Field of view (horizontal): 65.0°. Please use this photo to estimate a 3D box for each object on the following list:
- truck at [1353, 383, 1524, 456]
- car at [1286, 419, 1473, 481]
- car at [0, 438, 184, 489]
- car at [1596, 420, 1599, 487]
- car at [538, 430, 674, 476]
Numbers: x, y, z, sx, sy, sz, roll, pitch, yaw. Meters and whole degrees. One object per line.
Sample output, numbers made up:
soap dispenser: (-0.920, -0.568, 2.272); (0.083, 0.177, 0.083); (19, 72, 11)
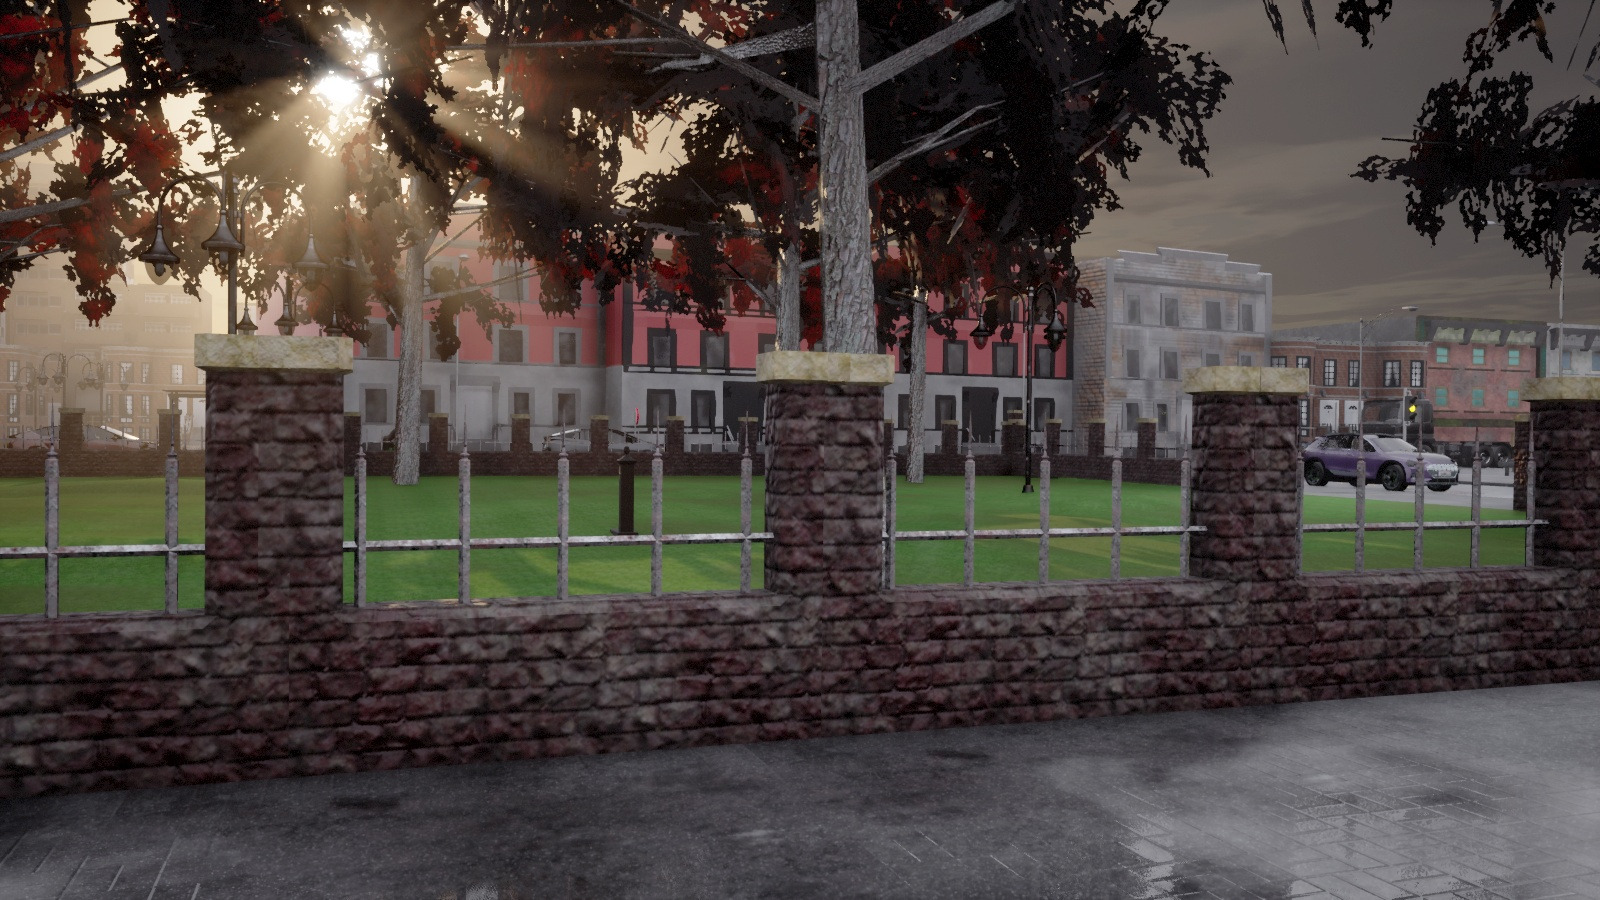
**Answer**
truck: (31.763, -1.543, 62.450); (7.936, 3.462, 2.891); (-1, 1, -19)
car: (16.602, -0.041, 36.265); (2.033, 1.649, 4.856); (-1, 1, -21)
car: (-22.266, 0.393, 39.680); (4.792, 1.488, 2.163); (-1, 1, -19)
car: (19.865, 0.094, 26.833); (2.007, 1.525, 4.514); (-1, 1, -21)
car: (-6.960, 0.089, 44.948); (4.514, 1.525, 2.007); (-1, 1, -18)
